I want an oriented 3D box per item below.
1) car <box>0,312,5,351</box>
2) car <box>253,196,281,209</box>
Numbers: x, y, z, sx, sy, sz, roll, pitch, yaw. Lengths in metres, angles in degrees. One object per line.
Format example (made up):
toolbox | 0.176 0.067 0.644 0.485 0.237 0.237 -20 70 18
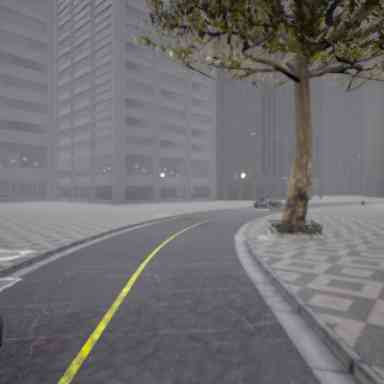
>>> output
car | -3.055 1.520 2.009 1.812 1.442 4.674 0 0 1
car | 9.628 1.352 42.451 1.837 1.490 4.892 0 0 41
